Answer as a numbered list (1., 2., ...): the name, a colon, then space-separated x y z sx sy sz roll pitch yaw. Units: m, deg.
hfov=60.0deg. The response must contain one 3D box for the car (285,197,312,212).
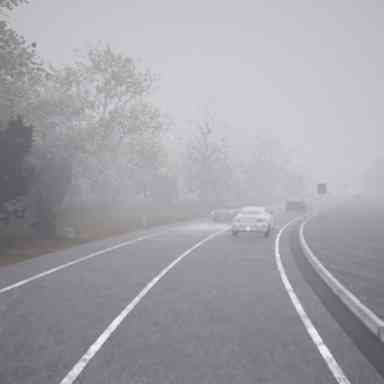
1. car: 11.032 1.210 34.291 1.882 1.535 5.008 -3 1 29

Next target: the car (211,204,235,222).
1. car: 3.134 1.639 26.762 1.895 1.301 4.718 -2 -1 25

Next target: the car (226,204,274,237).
1. car: 3.357 1.490 17.915 1.812 1.442 4.674 -1 0 18
